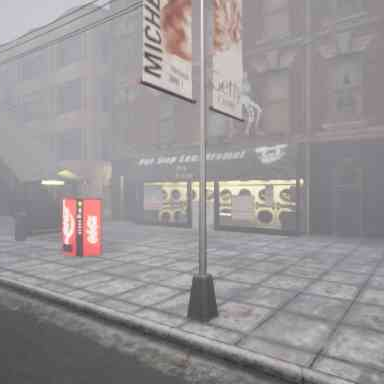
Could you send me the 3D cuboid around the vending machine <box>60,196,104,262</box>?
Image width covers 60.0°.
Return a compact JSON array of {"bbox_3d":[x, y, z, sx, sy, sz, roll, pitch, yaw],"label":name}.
[{"bbox_3d":[-3.740,1.195,11.324,0.880,2.100,1.100,0,0,36],"label":"vending machine"}]
